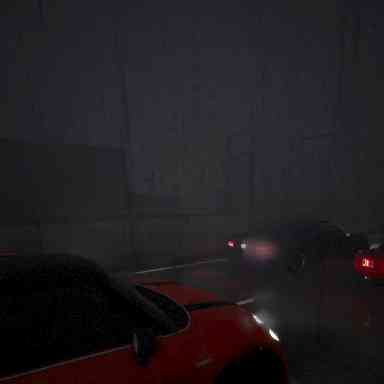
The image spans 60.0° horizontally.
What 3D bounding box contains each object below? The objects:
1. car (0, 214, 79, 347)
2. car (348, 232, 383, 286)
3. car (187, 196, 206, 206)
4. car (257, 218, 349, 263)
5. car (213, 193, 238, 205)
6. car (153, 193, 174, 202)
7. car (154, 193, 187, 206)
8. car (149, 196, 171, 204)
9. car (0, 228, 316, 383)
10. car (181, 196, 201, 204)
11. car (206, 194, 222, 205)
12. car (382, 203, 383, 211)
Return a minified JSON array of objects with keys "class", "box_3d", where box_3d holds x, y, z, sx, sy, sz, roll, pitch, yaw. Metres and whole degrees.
[{"class":"car","box_3d":[-4.310,1.352,4.972,4.553,1.767,2.097,0,0,-35]},{"class":"car","box_3d":[6.079,1.601,8.122,4.718,1.301,1.895,0,0,-35]},{"class":"car","box_3d":[-0.596,1.547,55.968,2.033,1.411,5.357,0,0,-36]},{"class":"car","box_3d":[3.507,1.547,10.593,5.357,1.411,2.033,0,0,-35]},{"class":"car","box_3d":[5.659,1.222,59.287,2.150,2.045,5.566,0,0,-36]},{"class":"car","box_3d":[-6.500,1.225,76.123,2.150,2.045,5.566,0,0,-36]},{"class":"car","box_3d":[-3.628,1.221,54.183,2.150,2.045,5.566,0,0,-35]},{"class":"car","box_3d":[-6.183,1.505,63.707,1.837,1.490,4.892,0,0,-36]},{"class":"car","box_3d":[-1.252,1.352,2.854,4.553,1.767,2.097,0,0,-35]},{"class":"car","box_3d":[-0.220,1.564,67.440,1.994,1.385,4.181,0,0,-37]},{"class":"car","box_3d":[2.404,1.547,57.797,2.033,1.411,5.357,0,0,-36]},{"class":"car","box_3d":[24.746,1.477,40.045,5.008,1.535,1.882,0,0,-35]}]
